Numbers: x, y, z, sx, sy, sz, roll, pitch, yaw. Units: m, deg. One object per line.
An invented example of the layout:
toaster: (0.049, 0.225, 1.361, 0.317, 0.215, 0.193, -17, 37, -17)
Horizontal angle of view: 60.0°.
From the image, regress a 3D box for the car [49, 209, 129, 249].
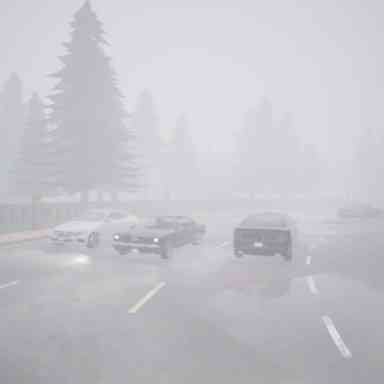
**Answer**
car: (-3.979, 1.471, 14.472, 1.812, 1.442, 4.674, 0, 0, 22)

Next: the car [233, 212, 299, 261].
car: (2.924, 1.485, 12.591, 1.882, 1.535, 5.008, 0, 0, 21)

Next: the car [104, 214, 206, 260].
car: (-1.047, 1.574, 12.651, 1.895, 1.301, 4.718, 0, 0, 21)

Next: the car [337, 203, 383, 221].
car: (14.261, 1.632, 27.822, 5.357, 1.411, 2.033, 0, 0, -37)
